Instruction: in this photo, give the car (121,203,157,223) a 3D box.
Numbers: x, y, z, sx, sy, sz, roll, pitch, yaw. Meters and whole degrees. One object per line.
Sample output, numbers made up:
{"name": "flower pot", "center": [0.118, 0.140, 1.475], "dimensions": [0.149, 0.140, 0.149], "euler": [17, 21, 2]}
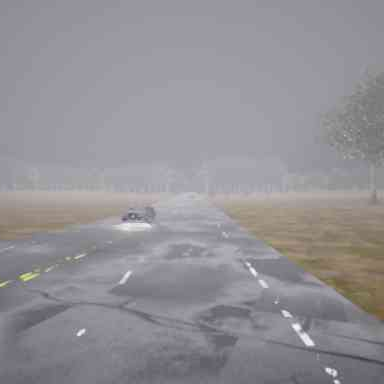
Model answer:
{"name": "car", "center": [-3.982, 1.540, 25.576], "dimensions": [1.994, 1.385, 4.181], "euler": [0, 0, 6]}
